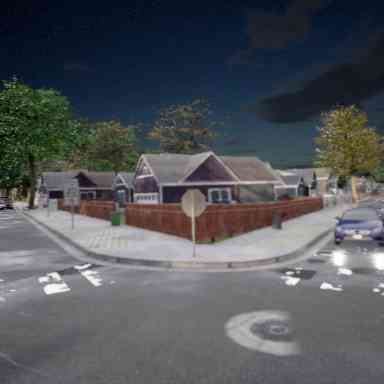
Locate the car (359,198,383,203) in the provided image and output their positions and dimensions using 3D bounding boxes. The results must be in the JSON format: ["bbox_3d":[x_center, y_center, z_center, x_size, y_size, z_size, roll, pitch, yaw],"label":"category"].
[{"bbox_3d":[12.152,1.382,22.773,1.837,1.490,4.892,-2,-1,30],"label":"car"}]

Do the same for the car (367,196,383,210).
[{"bbox_3d":[22.415,1.306,40.335,1.812,1.442,4.674,-2,-1,31],"label":"car"}]

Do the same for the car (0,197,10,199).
[{"bbox_3d":[-33.298,1.874,58.931,2.150,2.045,5.566,-2,1,-30],"label":"car"}]

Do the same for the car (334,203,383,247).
[{"bbox_3d":[7.524,1.453,14.814,1.812,1.442,4.674,-2,-1,30],"label":"car"}]

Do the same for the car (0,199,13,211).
[{"bbox_3d":[-28.136,2.168,50.285,1.895,1.301,4.718,-2,1,-30],"label":"car"}]
